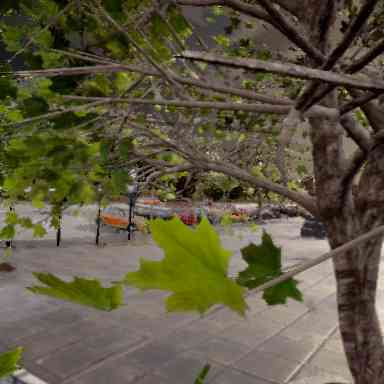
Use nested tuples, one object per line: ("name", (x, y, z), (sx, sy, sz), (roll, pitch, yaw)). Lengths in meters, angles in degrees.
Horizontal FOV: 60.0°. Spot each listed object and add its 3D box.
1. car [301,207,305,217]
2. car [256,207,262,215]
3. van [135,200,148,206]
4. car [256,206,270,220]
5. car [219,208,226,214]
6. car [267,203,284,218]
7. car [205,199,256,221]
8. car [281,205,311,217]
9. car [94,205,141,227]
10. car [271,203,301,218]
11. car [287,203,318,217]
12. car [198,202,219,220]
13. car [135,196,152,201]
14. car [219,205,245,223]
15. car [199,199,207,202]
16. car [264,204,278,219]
("car", (18.896, 3.643, 62.295), (5.366, 1.575, 1.946), (7, 2, 16))
("car", (6.542, 3.001, 45.254), (4.792, 1.488, 2.163), (7, 2, 16))
("van", (-4.111, 2.212, 30.651), (4.442, 1.987, 1.878), (7, 3, 16))
("car", (8.264, 3.058, 47.690), (4.892, 1.521, 2.231), (7, 3, 15))
("car", (1.265, 2.750, 37.942), (4.674, 1.452, 2.002), (7, 2, 16))
("car", (11.730, 3.107, 52.585), (4.553, 1.767, 2.185), (7, 2, 16))
("car", (4.825, 2.636, 42.800), (5.566, 2.045, 2.435), (7, 2, 16))
("car", (20.279, 3.703, 64.829), (5.366, 1.575, 1.946), (7, 2, 16))
("car", (-5.829, 2.231, 28.216), (4.553, 1.767, 2.185), (7, 2, 16))
("car", (15.288, 3.178, 57.450), (5.566, 2.045, 2.435), (7, 2, 16))
("car", (22.199, 3.581, 67.216), (5.566, 2.045, 2.435), (7, 2, 15))
("car", (-0.431, 2.378, 35.482), (5.566, 2.045, 2.435), (7, 2, 16))
("car", (-6.937, 1.399, 50.185), (2.097, 1.767, 4.553), (7, 2, 36))
("car", (3.202, 2.815, 40.327), (5.366, 1.575, 1.946), (7, 2, 16))
("car", (2.782, 2.110, 63.764), (1.994, 1.385, 4.181), (7, 2, 36))
("car", (10.046, 3.024, 50.120), (4.553, 1.767, 2.185), (7, 3, 15))
